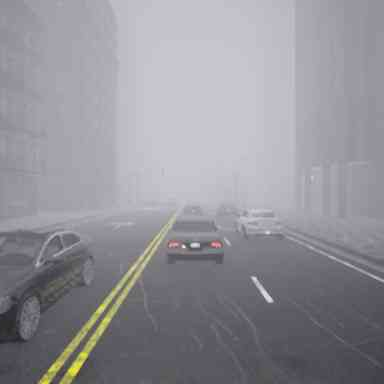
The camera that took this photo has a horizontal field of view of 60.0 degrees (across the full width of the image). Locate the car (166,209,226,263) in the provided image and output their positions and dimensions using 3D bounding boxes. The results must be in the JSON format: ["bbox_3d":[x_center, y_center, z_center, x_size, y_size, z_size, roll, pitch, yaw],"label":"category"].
[{"bbox_3d":[0.096,1.576,12.009,2.033,1.411,5.357,0,0,0],"label":"car"}]

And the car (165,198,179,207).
[{"bbox_3d":[-3.242,1.696,54.664,1.837,1.490,4.892,0,0,0],"label":"car"}]

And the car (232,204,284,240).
[{"bbox_3d":[3.362,1.567,17.048,1.812,1.442,4.674,0,0,0],"label":"car"}]

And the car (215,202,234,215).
[{"bbox_3d":[3.352,1.647,32.436,1.994,1.385,4.181,0,0,0],"label":"car"}]

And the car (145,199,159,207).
[{"bbox_3d":[-6.492,1.756,54.634,1.895,1.301,4.718,0,0,0],"label":"car"}]

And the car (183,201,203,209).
[{"bbox_3d":[0.102,1.610,32.834,1.812,1.442,4.674,0,0,0],"label":"car"}]

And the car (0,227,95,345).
[{"bbox_3d":[-3.350,1.507,6.511,2.128,1.511,4.902,0,0,0],"label":"car"}]
